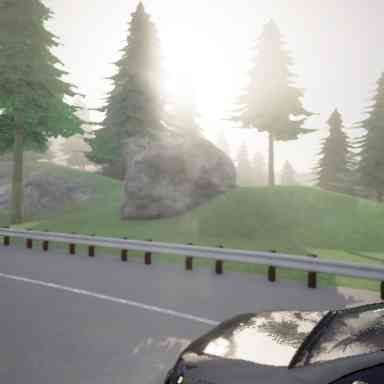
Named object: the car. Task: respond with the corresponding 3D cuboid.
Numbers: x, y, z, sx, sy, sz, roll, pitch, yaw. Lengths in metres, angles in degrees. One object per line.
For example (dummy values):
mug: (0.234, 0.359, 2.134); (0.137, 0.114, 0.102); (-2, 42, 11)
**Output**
car: (1.776, 1.560, 2.379); (4.181, 1.385, 1.994); (0, 0, 35)
